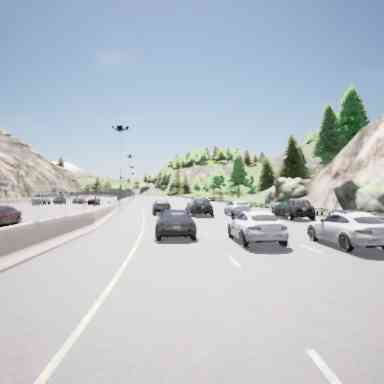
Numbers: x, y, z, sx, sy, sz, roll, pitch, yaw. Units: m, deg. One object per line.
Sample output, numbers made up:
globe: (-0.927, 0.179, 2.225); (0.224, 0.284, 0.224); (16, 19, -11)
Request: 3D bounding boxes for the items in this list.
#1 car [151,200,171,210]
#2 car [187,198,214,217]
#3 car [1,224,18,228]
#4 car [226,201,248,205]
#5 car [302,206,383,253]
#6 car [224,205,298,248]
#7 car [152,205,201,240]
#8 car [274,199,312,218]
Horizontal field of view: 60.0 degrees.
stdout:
car: (-3.182, 1.549, 34.778); (2.128, 1.511, 4.902); (0, 0, -8)
car: (0.700, 1.398, 32.333); (2.097, 1.767, 4.553); (0, 0, -8)
car: (-11.924, 1.534, 19.988); (1.882, 1.535, 5.008); (0, 0, -7)
car: (4.338, 1.562, 31.657); (1.812, 1.442, 4.674); (0, 0, -8)
car: (6.451, 1.531, 13.668); (1.812, 1.442, 4.674); (0, 0, -4)
car: (2.837, 1.541, 14.896); (1.812, 1.442, 4.674); (0, 0, -5)
car: (-0.898, 1.591, 17.212); (1.994, 1.385, 4.181); (0, 0, -5)
car: (8.395, 1.374, 27.814); (2.097, 1.767, 4.553); (0, 0, -8)
